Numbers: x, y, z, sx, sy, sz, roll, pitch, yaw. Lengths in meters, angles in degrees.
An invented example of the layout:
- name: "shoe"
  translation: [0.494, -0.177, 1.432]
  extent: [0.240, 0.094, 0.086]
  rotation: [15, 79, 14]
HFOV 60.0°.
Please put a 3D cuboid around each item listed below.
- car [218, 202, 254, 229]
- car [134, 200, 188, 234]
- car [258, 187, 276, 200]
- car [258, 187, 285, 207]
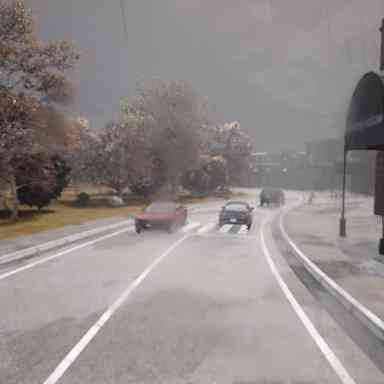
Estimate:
- name: "car"
  translation: [2.739, 1.324, 20.181]
  extent: [1.812, 1.442, 4.674]
  rotation: [1, 1, 13]
- name: "car"
  translation: [-1.516, 1.254, 18.012]
  extent: [1.882, 1.535, 5.008]
  rotation: [1, 1, 12]
- name: "car"
  translation: [12.791, 0.156, 56.554]
  extent: [2.150, 2.045, 5.566]
  rotation: [2, 2, 21]
- name: "car"
  translation: [9.729, 0.656, 40.093]
  extent: [2.150, 2.045, 5.566]
  rotation: [2, 2, 24]
